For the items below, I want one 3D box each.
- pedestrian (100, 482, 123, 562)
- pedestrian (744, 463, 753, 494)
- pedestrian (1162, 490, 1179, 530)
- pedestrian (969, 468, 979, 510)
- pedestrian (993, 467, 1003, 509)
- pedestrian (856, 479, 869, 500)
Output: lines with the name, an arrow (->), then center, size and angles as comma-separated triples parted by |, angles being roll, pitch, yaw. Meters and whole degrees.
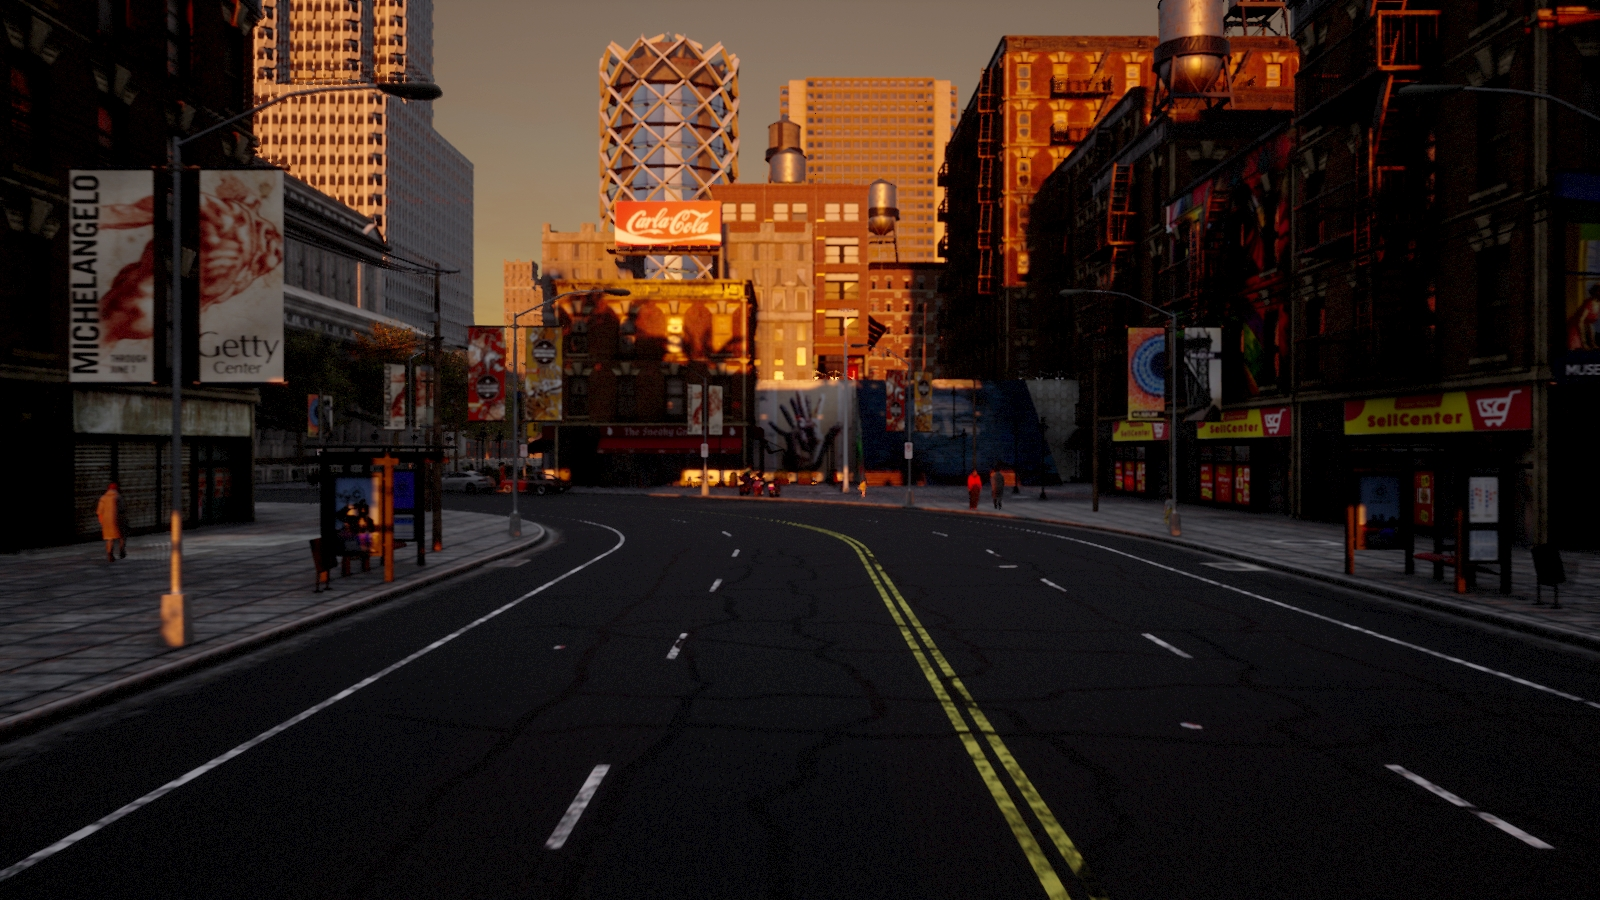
pedestrian -> -16.337, 1.700, 27.108 | 0.375, 1.860, 0.375 | 0, 0, -13
pedestrian -> -3.132, 1.705, 69.397 | 0.375, 1.860, 0.375 | 0, 0, 44
pedestrian -> 12.244, 1.981, 37.758 | 0.375, 1.300, 0.375 | 0, 0, -18
pedestrian -> 7.620, 1.702, 50.003 | 0.375, 1.860, 0.375 | 0, 0, -5
pedestrian -> 8.879, 1.702, 51.312 | 0.375, 1.860, 0.375 | 0, 0, -4
pedestrian -> 3.312, 2.084, 60.782 | 0.500, 1.100, 0.500 | 0, 0, -33
